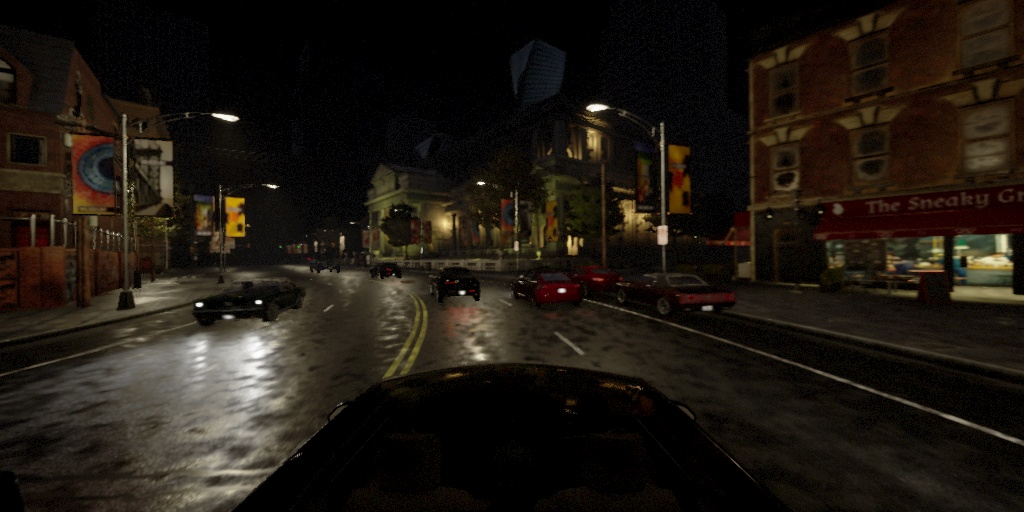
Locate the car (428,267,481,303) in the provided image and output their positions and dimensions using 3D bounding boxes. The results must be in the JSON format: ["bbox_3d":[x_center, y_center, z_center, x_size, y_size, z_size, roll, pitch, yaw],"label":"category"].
[{"bbox_3d":[-2.802,1.270,17.079,1.837,1.490,4.892,0,0,-18],"label":"car"}]

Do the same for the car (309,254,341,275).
[{"bbox_3d":[-19.338,0.794,36.969,2.150,2.045,5.566,-1,0,-39],"label":"car"}]

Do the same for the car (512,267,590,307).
[{"bbox_3d":[1.353,1.277,15.333,1.994,1.385,4.181,-1,0,-15],"label":"car"}]

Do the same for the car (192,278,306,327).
[{"bbox_3d":[-8.747,1.450,12.401,1.895,1.301,4.718,-1,0,-16],"label":"car"}]

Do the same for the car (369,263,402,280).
[{"bbox_3d":[-11.704,1.365,32.986,1.837,1.490,4.892,0,0,-37],"label":"car"}]
